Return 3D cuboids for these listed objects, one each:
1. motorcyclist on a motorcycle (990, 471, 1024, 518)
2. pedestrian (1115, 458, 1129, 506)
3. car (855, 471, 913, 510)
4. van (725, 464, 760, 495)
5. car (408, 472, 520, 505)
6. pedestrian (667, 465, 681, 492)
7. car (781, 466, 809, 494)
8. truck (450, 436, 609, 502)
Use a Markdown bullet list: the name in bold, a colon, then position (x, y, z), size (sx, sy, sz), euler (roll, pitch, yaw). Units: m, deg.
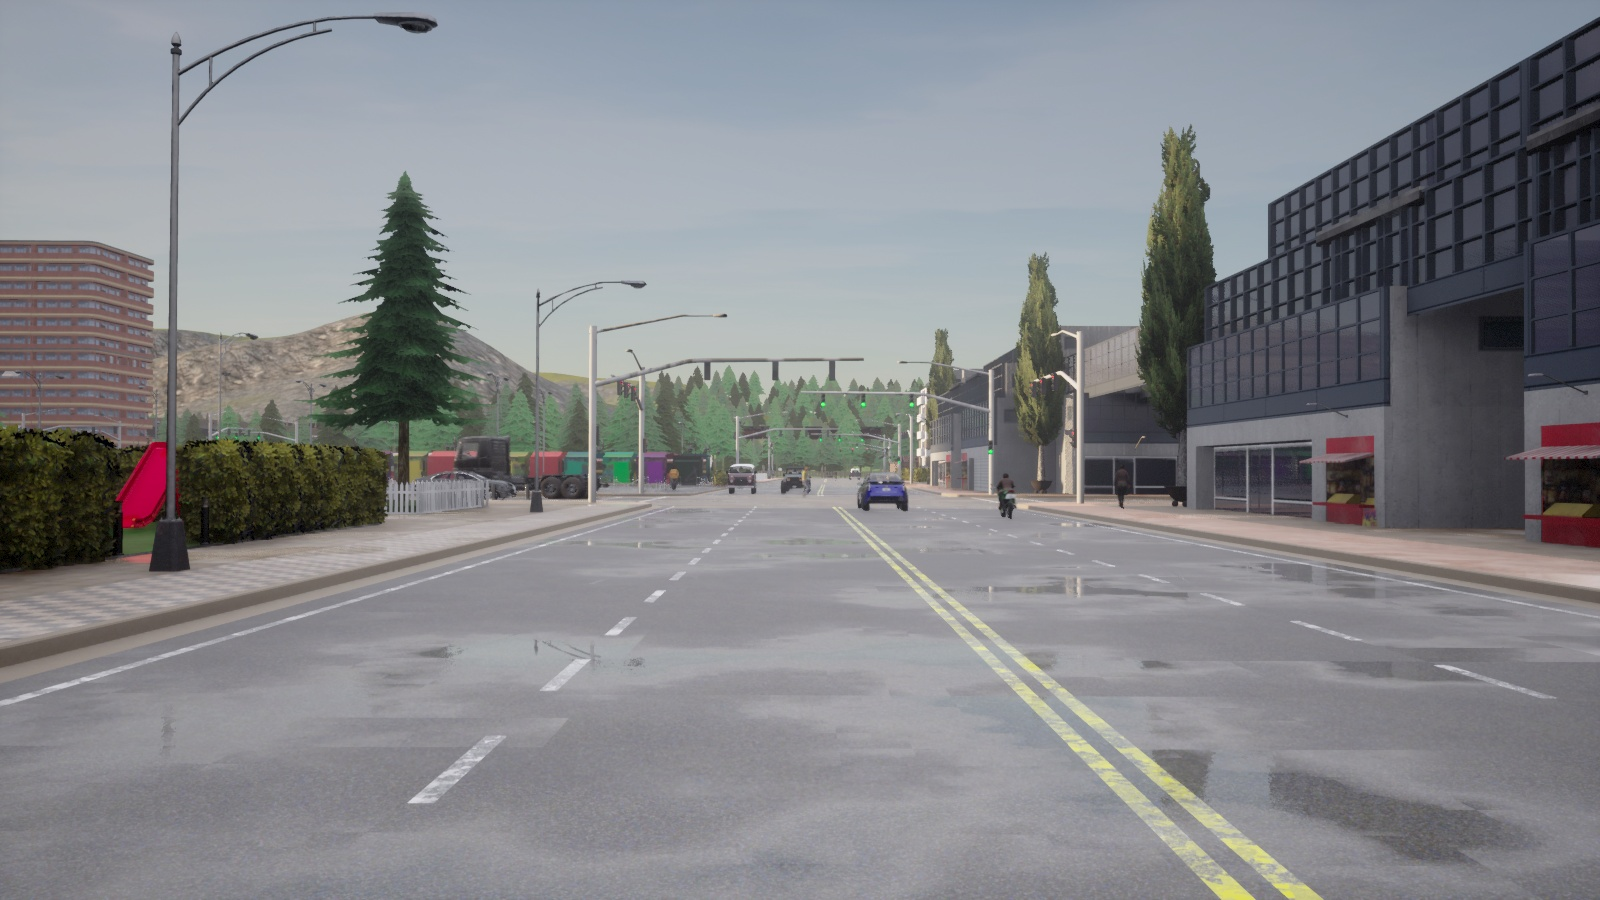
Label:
- **motorcyclist on a motorcycle**: position (6.896, 1.472, 41.984), size (0.797, 1.523, 2.044), euler (0, -1, 0)
- **pedestrian**: position (12.407, 1.233, 48.352), size (0.328, 1.805, 0.869), euler (0, -1, 3)
- **car**: position (3.364, 1.605, 51.145), size (2.007, 1.525, 4.514), euler (0, -1, 0)
- **van**: position (-3.870, 1.979, 85.083), size (2.069, 2.038, 4.480), euler (0, -1, 1)
- **car**: position (-16.275, 1.858, 61.007), size (4.902, 1.511, 2.128), euler (0, -1, 0)
- **pedestrian**: position (-8.645, 1.949, 86.059), size (0.874, 1.855, 0.900), euler (0, -1, 0)
- **car**: position (-0.334, 2.079, 87.593), size (1.905, 1.878, 3.866), euler (0, -1, 1)
- **truck**: position (-14.572, 1.029, 67.968), size (7.936, 3.462, 2.891), euler (0, -1, 7)
